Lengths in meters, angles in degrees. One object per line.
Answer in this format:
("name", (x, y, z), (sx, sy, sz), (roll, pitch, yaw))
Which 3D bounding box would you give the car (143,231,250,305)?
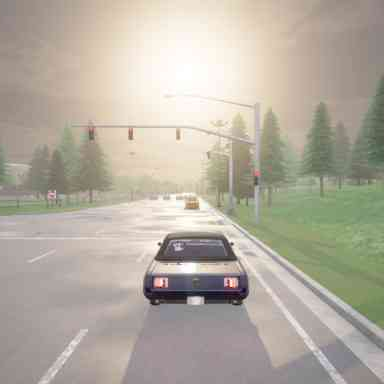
("car", (0.088, 1.601, 8.002), (1.895, 1.301, 4.718), (0, 0, 0))

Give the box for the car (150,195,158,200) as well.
("car", (-10.391, 1.540, 91.136), (2.033, 1.411, 5.357), (0, 0, 0))

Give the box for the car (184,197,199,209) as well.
("car", (-0.057, 1.577, 49.670), (2.033, 1.411, 5.357), (0, 1, 2))

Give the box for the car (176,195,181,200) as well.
("car", (-3.391, 1.553, 91.127), (1.994, 1.385, 4.181), (0, 0, 0))

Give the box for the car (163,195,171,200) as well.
("car", (-6.891, 1.540, 91.132), (2.033, 1.411, 5.357), (0, 0, 0))

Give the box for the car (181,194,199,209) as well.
("car", (-0.105, 1.101, 46.106), (1.882, 1.535, 5.008), (-3, 16, -5))
